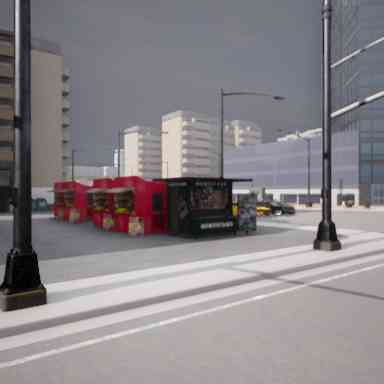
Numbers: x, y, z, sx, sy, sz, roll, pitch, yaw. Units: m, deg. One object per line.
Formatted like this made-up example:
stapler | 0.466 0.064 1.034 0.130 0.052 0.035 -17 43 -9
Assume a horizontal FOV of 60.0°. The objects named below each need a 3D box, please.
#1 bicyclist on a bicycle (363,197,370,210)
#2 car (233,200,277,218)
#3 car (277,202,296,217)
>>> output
bicyclist on a bicycle | 22.311 1.433 42.485 1.656 1.620 0.582 0 0 -36
car | 5.335 1.643 31.853 1.882 1.535 5.008 0 -1 -36
car | 8.172 1.640 33.921 1.882 1.535 5.008 0 -1 -36
